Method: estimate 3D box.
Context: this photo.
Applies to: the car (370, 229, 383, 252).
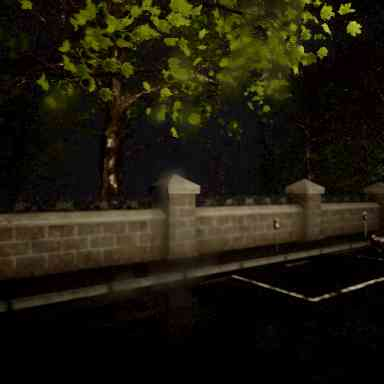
[{"bbox_3d":[8.430,1.586,12.571,4.206,1.307,1.802,0,0,-35],"label":"car"}]
